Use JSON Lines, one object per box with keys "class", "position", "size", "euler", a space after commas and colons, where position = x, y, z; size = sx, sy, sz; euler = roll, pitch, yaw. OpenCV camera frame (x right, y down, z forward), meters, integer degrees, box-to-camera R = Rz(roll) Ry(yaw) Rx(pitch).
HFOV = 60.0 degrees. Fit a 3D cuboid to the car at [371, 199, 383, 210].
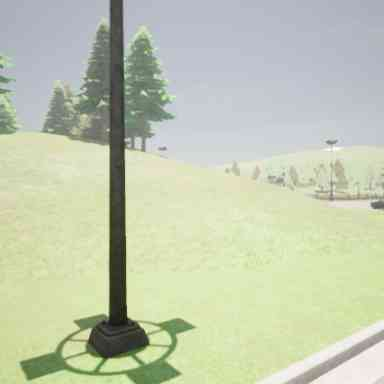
{"class": "car", "position": [21.549, 1.329, 36.270], "size": [1.994, 1.385, 4.181], "euler": [0, 0, -8]}
